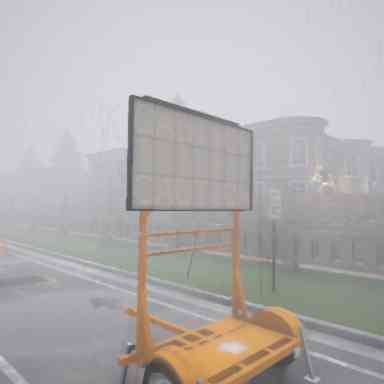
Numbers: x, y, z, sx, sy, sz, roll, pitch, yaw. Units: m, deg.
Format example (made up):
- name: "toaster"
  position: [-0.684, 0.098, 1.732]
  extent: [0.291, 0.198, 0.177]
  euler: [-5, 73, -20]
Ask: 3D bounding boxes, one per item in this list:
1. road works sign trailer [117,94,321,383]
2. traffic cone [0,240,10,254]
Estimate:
- name: "road works sign trailer"
  position: [-0.060, 0.667, 4.676]
  extent: [2.880, 3.560, 2.380]
  euler: [-1, -3, 44]
- name: "traffic cone"
  position: [-8.310, 2.451, 14.789]
  extent: [0.340, 0.580, 0.340]
  euler: [-1, -3, 44]
